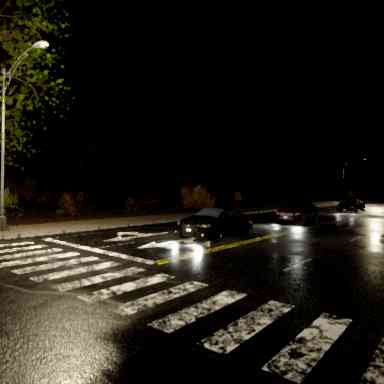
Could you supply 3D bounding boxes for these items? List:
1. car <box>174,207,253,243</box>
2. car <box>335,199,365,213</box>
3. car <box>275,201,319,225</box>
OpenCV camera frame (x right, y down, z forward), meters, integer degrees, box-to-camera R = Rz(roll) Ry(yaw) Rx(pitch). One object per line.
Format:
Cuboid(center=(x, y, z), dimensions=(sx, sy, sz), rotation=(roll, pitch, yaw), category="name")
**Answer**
Cuboid(center=(1.104, 1.403, 15.358), dimensions=(1.994, 1.385, 4.181), rotation=(2, 1, 39), category="car")
Cuboid(center=(16.666, 1.414, 34.772), dimensions=(2.033, 1.411, 5.357), rotation=(2, 1, 39), category="car")
Cuboid(center=(7.487, 1.376, 23.331), dimensions=(1.812, 1.442, 4.674), rotation=(2, 1, 38), category="car")
